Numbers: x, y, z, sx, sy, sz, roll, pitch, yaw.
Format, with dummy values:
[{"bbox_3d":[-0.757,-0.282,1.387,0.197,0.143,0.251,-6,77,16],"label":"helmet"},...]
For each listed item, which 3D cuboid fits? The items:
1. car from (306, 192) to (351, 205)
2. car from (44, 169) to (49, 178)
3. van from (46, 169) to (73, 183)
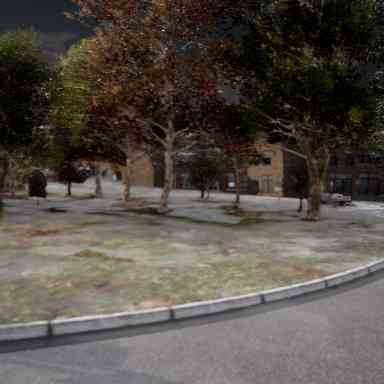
[{"bbox_3d":[15.708,0.752,38.497,2.033,1.411,5.357,0,1,-24],"label":"car"},{"bbox_3d":[-33.821,-4.135,83.104,2.435,2.045,5.566,7,7,37],"label":"car"},{"bbox_3d":[-32.091,-3.805,80.686,1.878,1.987,4.442,6,6,37],"label":"van"}]
